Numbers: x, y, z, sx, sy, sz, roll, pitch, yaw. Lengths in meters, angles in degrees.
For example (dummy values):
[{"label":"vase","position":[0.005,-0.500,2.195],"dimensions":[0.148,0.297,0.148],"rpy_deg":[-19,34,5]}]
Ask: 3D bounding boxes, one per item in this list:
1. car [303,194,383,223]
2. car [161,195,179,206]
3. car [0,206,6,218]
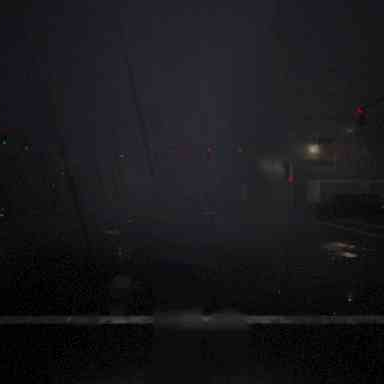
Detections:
[{"label":"car","position":[11.228,1.180,24.663],"dimensions":[5.566,2.045,2.150],"rpy_deg":[0,0,-1]},{"label":"car","position":[-3.593,1.232,51.163],"dimensions":[2.097,1.767,4.553],"rpy_deg":[0,0,0]},{"label":"car","position":[-16.317,1.445,24.383],"dimensions":[4.892,1.490,1.837],"rpy_deg":[0,0,-1]}]
